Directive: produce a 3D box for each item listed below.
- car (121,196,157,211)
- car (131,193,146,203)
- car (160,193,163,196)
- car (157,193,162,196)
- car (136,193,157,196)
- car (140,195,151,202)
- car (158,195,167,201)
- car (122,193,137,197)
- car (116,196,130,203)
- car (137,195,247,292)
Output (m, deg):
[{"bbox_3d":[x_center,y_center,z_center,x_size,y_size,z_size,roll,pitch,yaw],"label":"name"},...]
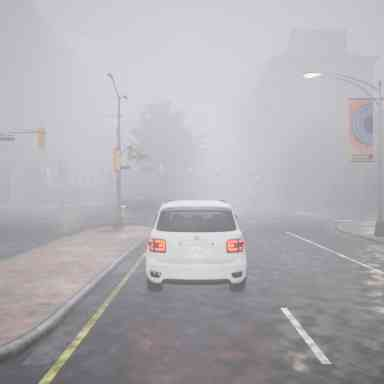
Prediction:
[{"bbox_3d":[-5.102,1.547,38.863,5.357,1.411,2.033,0,0,-36],"label":"car"},{"bbox_3d":[-11.218,1.225,69.691,2.150,2.045,5.566,0,0,0],"label":"car"},{"bbox_3d":[-7.690,1.225,76.490,2.150,2.045,5.566,0,0,0],"label":"car"},{"bbox_3d":[-7.753,1.525,66.873,1.812,1.442,4.674,0,0,1],"label":"car"},{"bbox_3d":[-7.845,1.352,57.989,2.097,1.767,4.553,0,0,0],"label":"car"},{"bbox_3d":[-11.175,1.525,80.129,2.128,1.511,4.902,0,0,0],"label":"car"},{"bbox_3d":[-7.649,1.552,86.305,1.994,1.385,4.181,0,0,0],"label":"car"},{"bbox_3d":[-11.326,1.491,59.772,2.128,1.511,4.902,0,0,1],"label":"car"},{"bbox_3d":[-14.466,1.595,69.824,1.895,1.301,4.718,0,0,0],"label":"car"},{"bbox_3d":[0.108,1.221,9.101,2.150,2.045,5.566,0,0,1],"label":"car"}]
